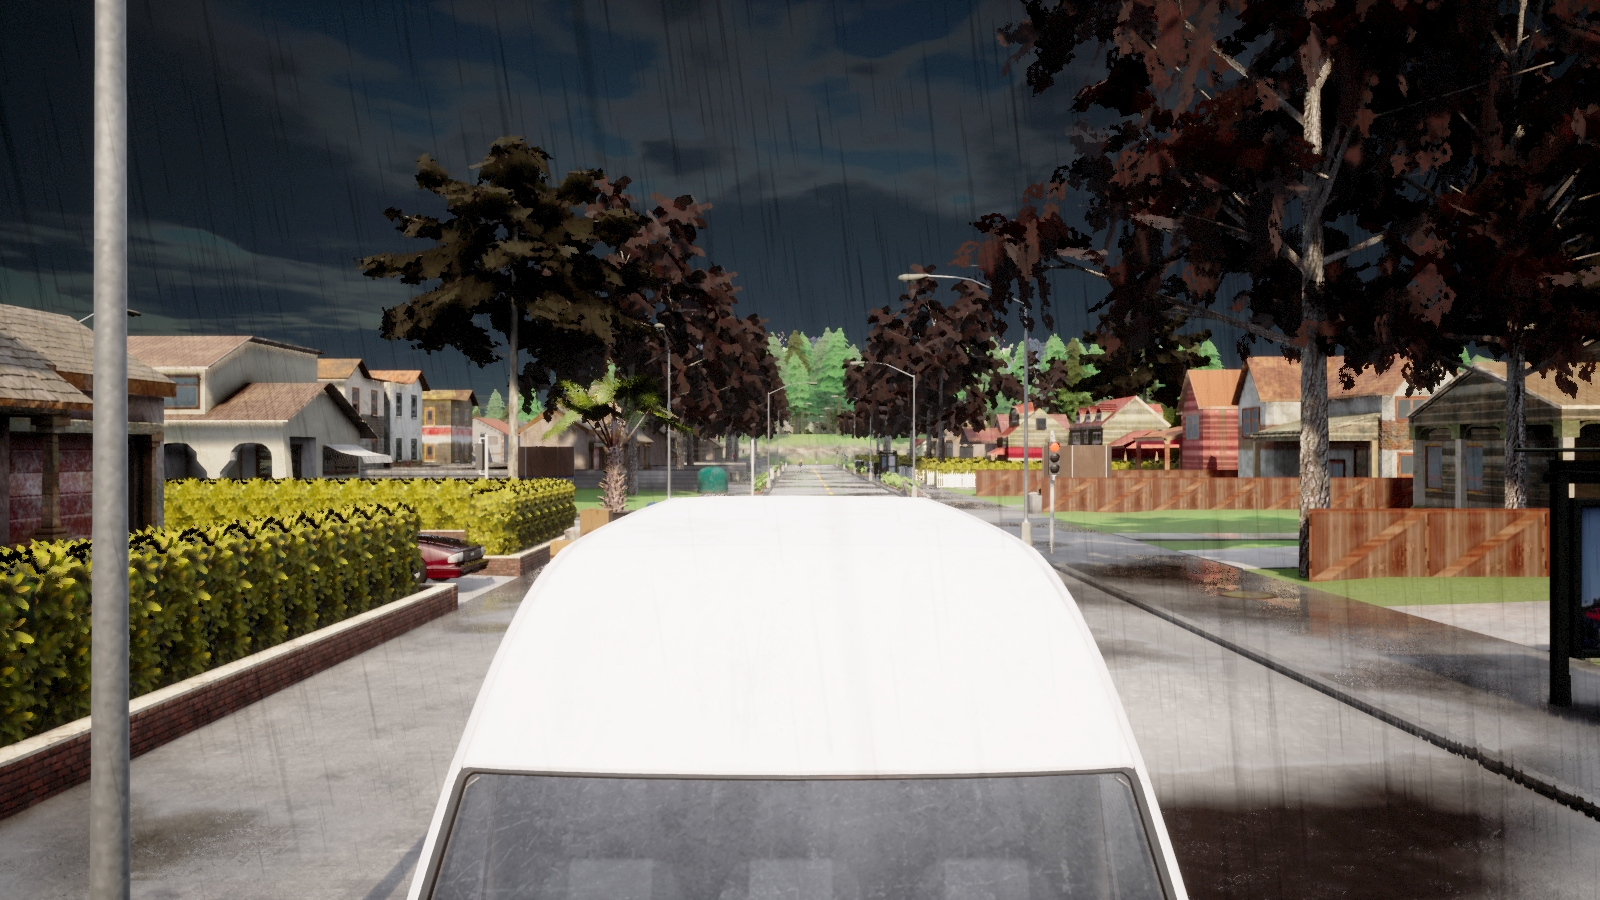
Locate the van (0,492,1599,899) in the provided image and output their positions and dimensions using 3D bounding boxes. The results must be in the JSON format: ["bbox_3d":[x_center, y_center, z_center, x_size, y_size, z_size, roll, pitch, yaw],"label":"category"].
[{"bbox_3d":[0.002,1.537,4.030,1.988,2.561,5.915,0,0,0],"label":"van"}]
